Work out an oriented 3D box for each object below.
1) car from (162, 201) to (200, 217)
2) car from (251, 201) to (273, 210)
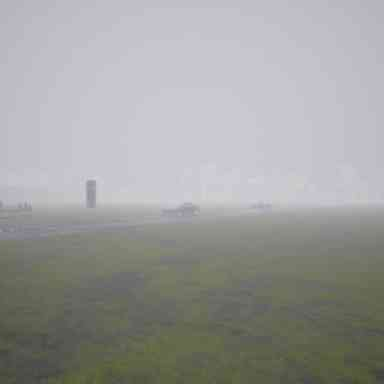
[{"bbox_3d":[-1.080,1.750,35.071,1.882,1.535,5.008,-1,-1,35],"label":"car"},{"bbox_3d":[10.986,2.074,51.932,1.895,1.301,4.718,-1,-1,35],"label":"car"}]
